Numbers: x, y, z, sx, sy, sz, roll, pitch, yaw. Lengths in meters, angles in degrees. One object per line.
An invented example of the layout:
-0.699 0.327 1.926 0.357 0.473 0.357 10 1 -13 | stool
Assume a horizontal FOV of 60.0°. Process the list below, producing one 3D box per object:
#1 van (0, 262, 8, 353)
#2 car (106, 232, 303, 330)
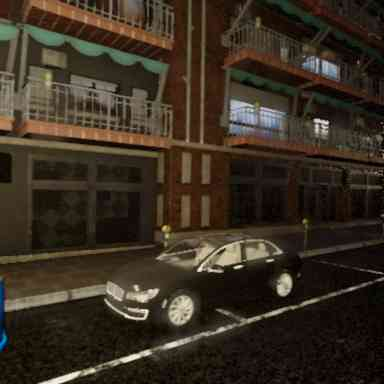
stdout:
-4.185 1.340 3.559 3.998 1.788 1.690 0 1 -35 | van
0.449 1.556 6.850 4.403 1.369 2.008 0 1 -35 | car
